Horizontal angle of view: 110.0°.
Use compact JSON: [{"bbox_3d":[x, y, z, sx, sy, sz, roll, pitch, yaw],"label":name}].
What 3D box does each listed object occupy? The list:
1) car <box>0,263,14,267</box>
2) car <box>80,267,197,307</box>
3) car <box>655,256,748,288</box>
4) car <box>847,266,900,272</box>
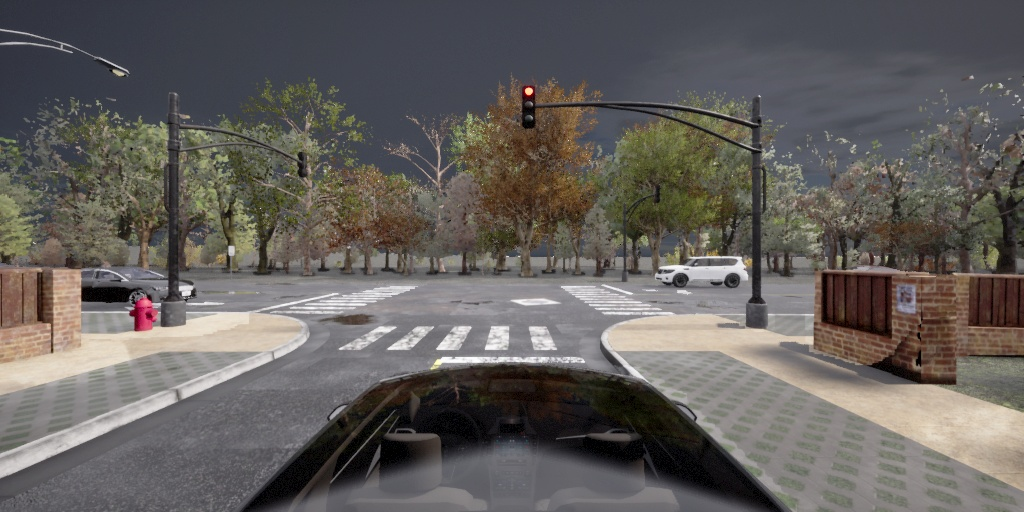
[{"bbox_3d":[-35.927,1.113,23.874,4.902,1.511,2.128,0,0,0],"label":"car"},{"bbox_3d":[-15.118,1.183,13.946,4.902,1.511,2.128,0,0,0],"label":"car"},{"bbox_3d":[12.560,1.028,23.900,5.566,2.045,2.150,0,0,2],"label":"car"},{"bbox_3d":[23.592,1.369,23.938,4.674,1.442,1.812,0,0,0],"label":"car"}]
